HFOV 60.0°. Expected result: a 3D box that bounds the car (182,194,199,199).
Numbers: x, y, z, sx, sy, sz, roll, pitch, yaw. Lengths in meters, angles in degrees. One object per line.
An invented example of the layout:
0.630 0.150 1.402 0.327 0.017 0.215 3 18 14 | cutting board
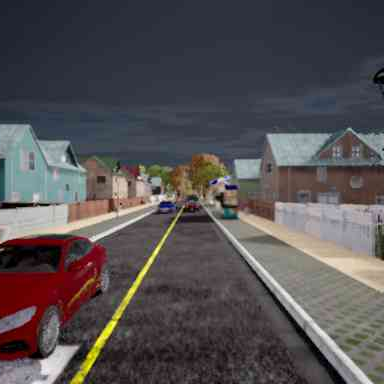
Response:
0.001 1.432 52.510 2.150 2.045 5.566 0 0 0 | car

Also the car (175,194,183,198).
-2.782 1.440 77.711 2.150 2.045 5.566 0 0 0 | car

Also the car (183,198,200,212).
0.035 1.769 41.195 1.895 1.301 4.718 0 0 0 | car

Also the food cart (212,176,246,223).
3.018 0.582 27.844 2.280 3.560 4.660 1 0 0 | food cart

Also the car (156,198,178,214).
-2.857 1.677 36.950 1.812 1.442 4.674 0 0 0 | car

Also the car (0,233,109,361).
-2.836 1.553 6.140 1.812 1.442 4.674 0 0 0 | car
